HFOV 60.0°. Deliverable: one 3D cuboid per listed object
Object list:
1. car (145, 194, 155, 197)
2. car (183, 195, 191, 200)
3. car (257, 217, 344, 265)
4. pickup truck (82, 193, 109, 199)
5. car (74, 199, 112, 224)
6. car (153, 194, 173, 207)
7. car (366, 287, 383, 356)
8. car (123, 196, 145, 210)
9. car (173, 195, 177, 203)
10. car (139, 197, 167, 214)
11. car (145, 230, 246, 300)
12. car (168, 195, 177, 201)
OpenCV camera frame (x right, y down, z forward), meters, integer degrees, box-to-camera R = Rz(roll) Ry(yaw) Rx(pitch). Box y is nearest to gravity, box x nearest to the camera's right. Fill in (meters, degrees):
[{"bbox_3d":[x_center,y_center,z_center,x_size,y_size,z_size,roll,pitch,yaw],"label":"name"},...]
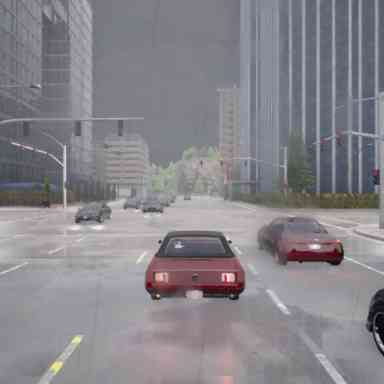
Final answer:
[{"bbox_3d":[-7.877,1.490,55.897,2.128,1.511,4.902,0,0,-1],"label":"car"},{"bbox_3d":[-1.259,1.552,88.602,1.994,1.385,4.181,0,0,-1],"label":"car"},{"bbox_3d":[3.581,1.564,11.686,1.994,1.385,4.181,0,0,0],"label":"car"},{"bbox_3d":[-21.167,1.058,73.386,2.390,2.098,6.274,0,0,30],"label":"pickup truck"},{"bbox_3d":[-7.282,1.505,24.915,1.837,1.490,4.892,0,0,-1],"label":"car"},{"bbox_3d":[-4.300,1.505,49.691,1.837,1.490,4.892,0,0,-1],"label":"car"},{"bbox_3d":[3.609,1.564,3.275,1.994,1.385,4.181,0,0,-1],"label":"car"},{"bbox_3d":[-7.687,1.504,43.114,1.837,1.490,4.892,0,0,-1],"label":"car"},{"bbox_3d":[-4.472,1.493,66.621,2.128,1.511,4.902,0,0,0],"label":"car"},{"bbox_3d":[-4.012,1.564,34.935,1.994,1.385,4.181,0,0,-1],"label":"car"},{"bbox_3d":[0.074,1.601,8.329,1.895,1.301,4.718,0,0,0],"label":"car"},{"bbox_3d":[-4.657,1.414,81.366,2.033,1.411,5.357,0,0,-1],"label":"car"}]
